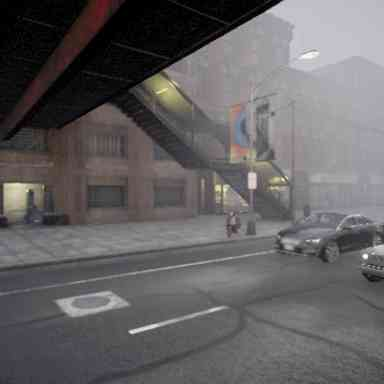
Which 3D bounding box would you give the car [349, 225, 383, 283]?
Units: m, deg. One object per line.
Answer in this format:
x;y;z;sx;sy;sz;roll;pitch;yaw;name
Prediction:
6.232;1.589;8.477;4.718;1.301;1.895;0;0;-36;car

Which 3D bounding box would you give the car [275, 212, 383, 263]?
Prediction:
5.052;1.480;11.938;4.902;1.511;2.128;0;0;-36;car
